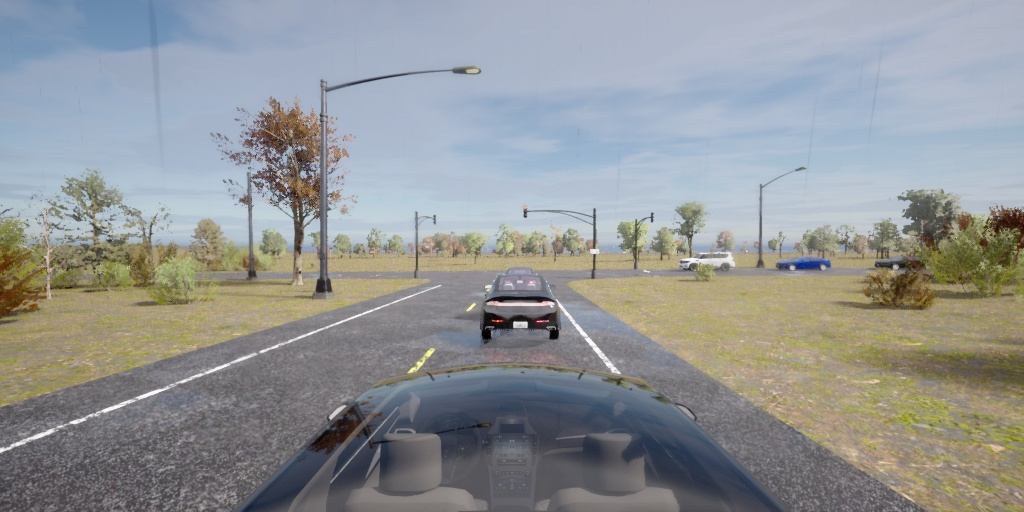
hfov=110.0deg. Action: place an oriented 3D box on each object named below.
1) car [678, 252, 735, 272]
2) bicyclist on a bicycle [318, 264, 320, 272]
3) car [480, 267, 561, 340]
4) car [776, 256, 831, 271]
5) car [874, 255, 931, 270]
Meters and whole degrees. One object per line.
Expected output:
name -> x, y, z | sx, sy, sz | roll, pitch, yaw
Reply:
car -> 21.548, 0.629, 39.791 | 5.566, 2.045, 2.150 | -1, 1, 5
bicyclist on a bicycle -> -25.343, 1.326, 47.868 | 0.582, 1.620, 1.656 | -1, 0, 5
car -> 0.220, 1.235, 9.969 | 2.128, 1.511, 4.902 | 0, 0, 1
car -> 31.545, 0.776, 38.908 | 5.008, 1.535, 1.882 | -1, 1, 5
car -> 41.568, 0.671, 38.012 | 5.008, 1.535, 1.882 | -1, 1, 5
